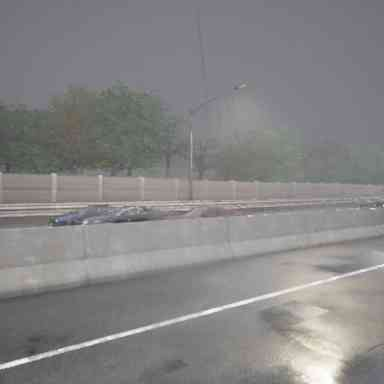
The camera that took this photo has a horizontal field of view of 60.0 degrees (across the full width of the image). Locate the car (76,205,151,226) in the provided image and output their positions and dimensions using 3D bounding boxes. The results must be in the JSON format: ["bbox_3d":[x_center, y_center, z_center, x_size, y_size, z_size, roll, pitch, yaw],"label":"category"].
[{"bbox_3d":[-3.565,1.492,18.633,4.902,1.511,2.128,0,0,-35],"label":"car"}]

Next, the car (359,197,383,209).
[{"bbox_3d":[25.354,1.519,46.686,4.892,1.490,1.837,0,0,-38],"label":"car"}]

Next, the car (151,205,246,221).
[{"bbox_3d":[0.653,1.478,17.336,5.008,1.535,1.882,0,0,-35],"label":"car"}]

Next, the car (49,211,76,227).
[{"bbox_3d":[-6.113,1.547,21.119,5.357,1.411,2.033,0,0,-35],"label":"car"}]
